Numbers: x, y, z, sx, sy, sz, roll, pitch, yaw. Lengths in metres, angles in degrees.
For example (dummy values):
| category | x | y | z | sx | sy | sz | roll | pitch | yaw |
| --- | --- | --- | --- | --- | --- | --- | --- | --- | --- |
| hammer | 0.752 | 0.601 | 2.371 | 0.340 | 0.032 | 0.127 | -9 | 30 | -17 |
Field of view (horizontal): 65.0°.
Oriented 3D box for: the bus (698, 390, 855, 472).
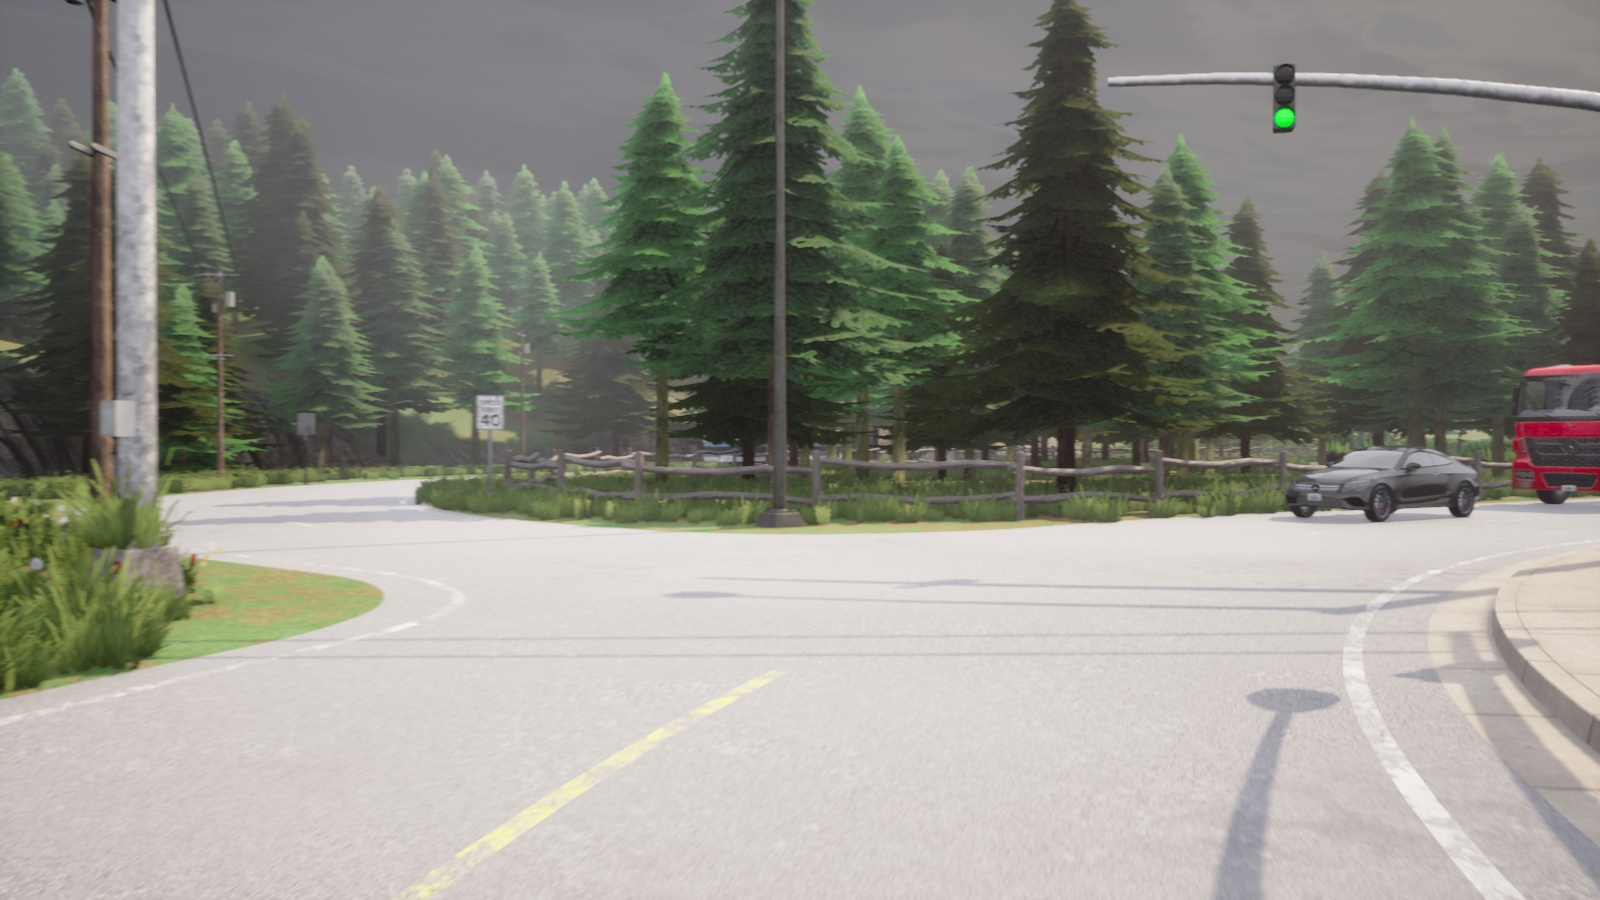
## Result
| category | x | y | z | sx | sy | sz | roll | pitch | yaw |
| --- | --- | --- | --- | --- | --- | --- | --- | --- | --- |
| bus | -1.127 | -1.008 | 70.952 | 3.944 | 4.253 | 10.273 | 0 | 0 | 31 |

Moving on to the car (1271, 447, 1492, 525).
| category | x | y | z | sx | sy | sz | roll | pitch | yaw |
| --- | --- | --- | --- | --- | --- | --- | --- | --- | --- |
| car | 11.723 | 0.656 | 25.217 | 4.674 | 1.442 | 1.812 | 0 | 0 | -33 |

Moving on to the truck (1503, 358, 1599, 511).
| category | x | y | z | sx | sy | sz | roll | pitch | yaw |
| --- | --- | --- | --- | --- | --- | --- | --- | --- | --- |
| truck | 21.046 | -0.364 | 31.079 | 7.936 | 3.462 | 2.891 | 0 | 0 | -32 |
